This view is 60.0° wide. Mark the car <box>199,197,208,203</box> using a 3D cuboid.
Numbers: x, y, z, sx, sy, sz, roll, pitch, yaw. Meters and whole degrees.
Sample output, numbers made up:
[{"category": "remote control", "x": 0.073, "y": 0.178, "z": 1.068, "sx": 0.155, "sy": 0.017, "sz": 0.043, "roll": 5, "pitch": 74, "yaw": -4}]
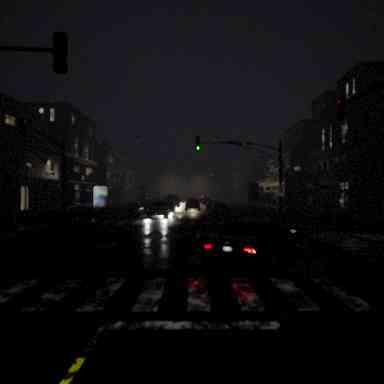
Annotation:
[{"category": "car", "x": 2.682, "y": 1.784, "z": 76.609, "sx": 2.008, "sy": 1.369, "sz": 4.403, "roll": 0, "pitch": 0, "yaw": 0}]

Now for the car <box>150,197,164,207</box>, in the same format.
[{"category": "car", "x": -5.694, "y": 1.603, "z": 54.534, "sx": 1.967, "sy": 1.590, "sz": 4.097, "roll": 0, "pitch": 0, "yaw": 0}]

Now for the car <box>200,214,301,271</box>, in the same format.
[{"category": "car", "x": 2.197, "y": 1.581, "z": 11.131, "sx": 2.033, "sy": 1.411, "sz": 5.357, "roll": 0, "pitch": 0, "yaw": 30}]

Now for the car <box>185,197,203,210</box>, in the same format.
[{"category": "car", "x": 0.092, "y": 1.609, "z": 44.555, "sx": 1.882, "sy": 1.535, "sz": 5.008, "roll": 0, "pitch": 0, "yaw": 0}]

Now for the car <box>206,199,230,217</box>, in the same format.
[{"category": "car", "x": 2.689, "y": 1.661, "z": 32.434, "sx": 1.947, "sy": 1.339, "sz": 4.313, "roll": 0, "pitch": 0, "yaw": 0}]

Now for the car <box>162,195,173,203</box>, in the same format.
[{"category": "car", "x": -5.697, "y": 1.548, "z": 76.623, "sx": 2.192, "sy": 1.841, "sz": 5.009, "roll": 0, "pitch": 0, "yaw": 0}]

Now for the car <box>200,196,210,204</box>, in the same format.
[{"category": "car", "x": 2.684, "y": 1.655, "z": 71.087, "sx": 1.967, "sy": 1.590, "sz": 4.097, "roll": 0, "pitch": 0, "yaw": 0}]

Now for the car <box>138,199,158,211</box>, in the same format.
[{"category": "car", "x": -5.693, "y": 1.679, "z": 43.489, "sx": 2.008, "sy": 1.369, "sz": 4.403, "roll": 0, "pitch": 0, "yaw": 0}]

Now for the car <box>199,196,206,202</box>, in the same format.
[{"category": "car", "x": 2.681, "y": 1.852, "z": 87.652, "sx": 1.802, "sy": 1.307, "sz": 4.206, "roll": 0, "pitch": 0, "yaw": 0}]

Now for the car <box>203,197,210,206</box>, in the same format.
[{"category": "car", "x": 2.687, "y": 1.710, "z": 43.476, "sx": 1.802, "sy": 1.307, "sz": 4.206, "roll": 0, "pitch": 0, "yaw": 0}]

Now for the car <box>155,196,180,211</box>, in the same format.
[{"category": "car", "x": -3.072, "y": 1.615, "z": 41.836, "sx": 2.128, "sy": 1.511, "sz": 4.902, "roll": 0, "pitch": 0, "yaw": 0}]

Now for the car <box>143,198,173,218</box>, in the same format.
[{"category": "car", "x": -3.113, "y": 1.619, "z": 31.484, "sx": 1.812, "sy": 1.442, "sz": 4.674, "roll": 0, "pitch": 0, "yaw": 1}]

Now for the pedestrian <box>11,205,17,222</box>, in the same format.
[{"category": "pedestrian", "x": -12.555, "y": 1.480, "z": 23.577, "sx": 0.375, "sy": 1.300, "sz": 0.375, "roll": 0, "pitch": -1, "yaw": 1}]

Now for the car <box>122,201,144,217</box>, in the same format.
[{"category": "car", "x": -5.691, "y": 1.678, "z": 32.446, "sx": 1.802, "sy": 1.307, "sz": 4.206, "roll": 0, "pitch": 0, "yaw": 0}]

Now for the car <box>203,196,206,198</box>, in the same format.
[{"category": "car", "x": 2.685, "y": 1.730, "z": 60.043, "sx": 2.008, "sy": 1.369, "sz": 4.403, "roll": 0, "pitch": 0, "yaw": 0}]

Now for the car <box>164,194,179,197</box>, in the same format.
[{"category": "car", "x": -3.008, "y": 1.378, "z": 52.492, "sx": 2.150, "sy": 2.045, "sz": 5.566, "roll": 0, "pitch": 0, "yaw": 0}]

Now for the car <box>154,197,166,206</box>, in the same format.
[{"category": "car", "x": -5.696, "y": 1.705, "z": 59.886, "sx": 1.752, "sy": 1.417, "sz": 4.829, "roll": 0, "pitch": 0, "yaw": 0}]
